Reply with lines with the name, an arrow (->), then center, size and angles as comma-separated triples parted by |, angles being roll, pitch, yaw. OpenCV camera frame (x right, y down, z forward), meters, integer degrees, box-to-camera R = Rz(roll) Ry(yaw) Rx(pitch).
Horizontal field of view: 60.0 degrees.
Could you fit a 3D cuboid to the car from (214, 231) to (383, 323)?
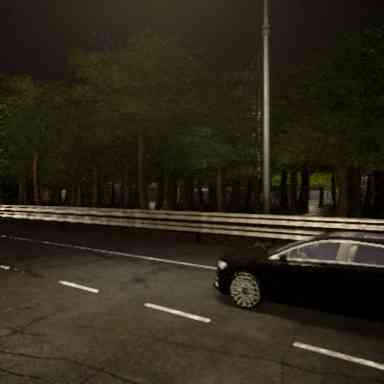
car -> 2.736, 1.493, 6.215 | 4.902, 1.511, 2.128 | 0, 0, 35
